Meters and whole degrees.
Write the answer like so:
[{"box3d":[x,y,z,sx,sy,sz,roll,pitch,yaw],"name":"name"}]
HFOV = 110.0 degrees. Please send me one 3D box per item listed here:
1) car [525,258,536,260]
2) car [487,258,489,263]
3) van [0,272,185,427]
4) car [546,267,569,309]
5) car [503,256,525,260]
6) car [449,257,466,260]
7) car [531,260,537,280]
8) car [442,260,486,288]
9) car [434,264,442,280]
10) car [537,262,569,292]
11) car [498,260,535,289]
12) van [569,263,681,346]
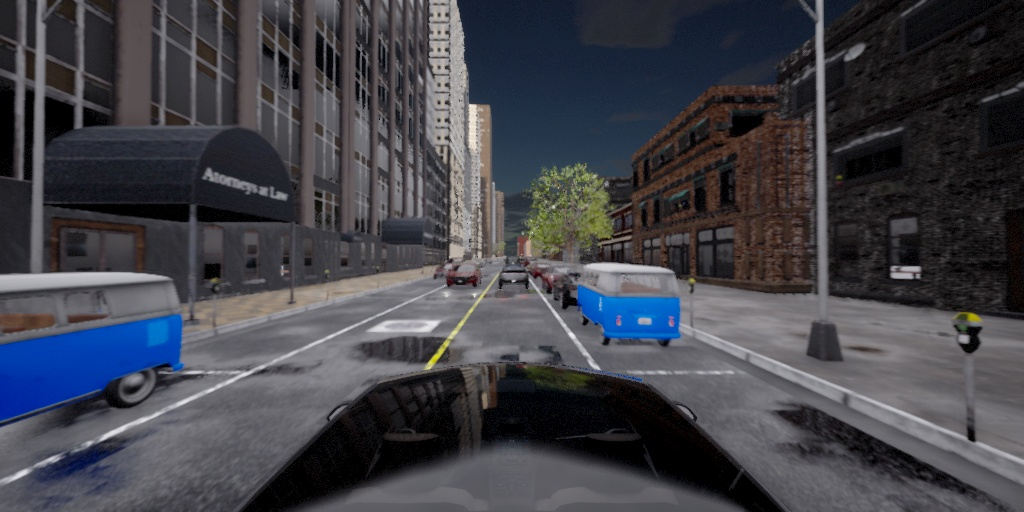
[{"box3d":[2.706,1.273,42.587,1.751,1.417,4.829,0,0,0],"name":"car"},{"box3d":[-5.667,1.256,64.433,1.751,1.417,4.829,0,0,0],"name":"car"},{"box3d":[-5.688,1.092,3.595,1.690,1.789,3.998,0,0,0],"name":"van"},{"box3d":[2.696,1.319,14.685,1.948,1.339,4.313,0,0,0],"name":"car"},{"box3d":[0.115,0.968,44.621,2.150,2.045,5.566,0,0,0],"name":"car"},{"box3d":[-5.677,1.065,36.872,2.192,1.841,5.009,0,0,0],"name":"car"},{"box3d":[2.702,1.297,31.325,1.888,1.381,4.507,0,0,0],"name":"car"},{"box3d":[-3.078,1.231,23.827,1.882,1.535,5.008,0,0,0],"name":"car"},{"box3d":[-5.679,1.334,31.326,1.802,1.307,4.207,0,0,0],"name":"car"},{"box3d":[2.698,1.193,20.231,1.967,1.591,4.097,0,0,0],"name":"car"},{"box3d":[0.107,1.245,23.271,2.128,1.511,4.902,0,0,0],"name":"car"},{"box3d":[2.694,1.093,9.139,1.690,1.789,3.998,0,0,0],"name":"van"}]
